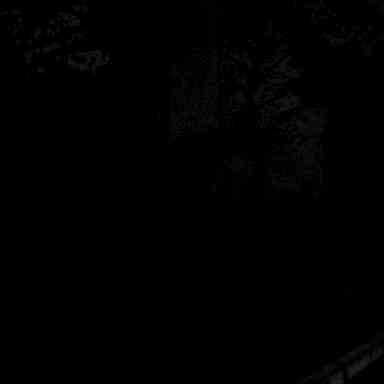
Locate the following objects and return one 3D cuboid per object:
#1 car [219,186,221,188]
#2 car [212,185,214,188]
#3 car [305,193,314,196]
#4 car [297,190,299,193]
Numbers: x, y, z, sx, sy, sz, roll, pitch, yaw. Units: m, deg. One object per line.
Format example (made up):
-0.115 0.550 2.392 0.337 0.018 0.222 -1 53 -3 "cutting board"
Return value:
8.995 -1.323 94.188 1.946 1.575 5.366 5 1 17 "car"
6.298 -1.527 94.805 2.231 1.521 4.892 5 1 17 "car"
30.116 0.453 87.559 2.163 1.488 4.792 5 1 17 "car"
27.480 0.204 88.395 2.097 1.535 5.008 5 1 17 "car"
